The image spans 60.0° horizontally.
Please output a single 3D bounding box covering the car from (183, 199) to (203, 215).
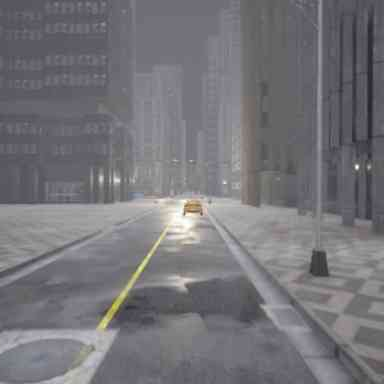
[{"bbox_3d":[0.089,1.484,34.021,1.882,1.535,5.008,0,0,0],"label":"car"}]
